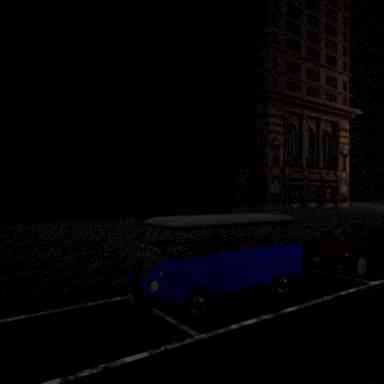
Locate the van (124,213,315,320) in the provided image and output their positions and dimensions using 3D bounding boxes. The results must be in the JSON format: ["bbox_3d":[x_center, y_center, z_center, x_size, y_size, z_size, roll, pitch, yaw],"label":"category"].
[{"bbox_3d":[0.629,1.371,7.101,3.998,1.788,1.690,0,0,-35],"label":"van"}]

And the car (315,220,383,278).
[{"bbox_3d":[5.220,1.611,10.375,4.507,1.381,1.887,0,0,-35],"label":"car"}]
